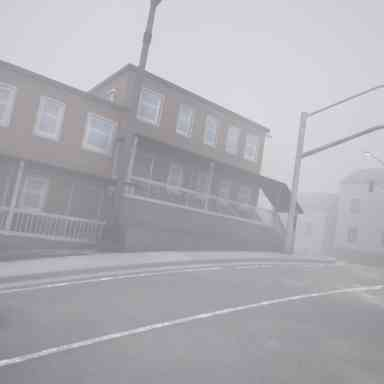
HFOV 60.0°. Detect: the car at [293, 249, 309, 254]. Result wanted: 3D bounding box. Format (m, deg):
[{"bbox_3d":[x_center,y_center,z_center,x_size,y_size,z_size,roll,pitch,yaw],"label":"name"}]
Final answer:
[{"bbox_3d":[8.839,5.850,30.367,2.128,1.511,4.902,13,-16,-34],"label":"car"}]
